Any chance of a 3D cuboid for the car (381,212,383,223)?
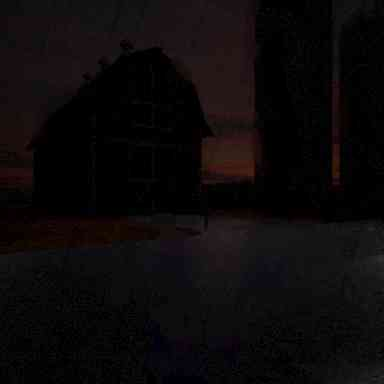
[{"bbox_3d":[14.314,1.548,20.903,1.994,1.381,4.181,0,0,-36],"label":"car"}]
